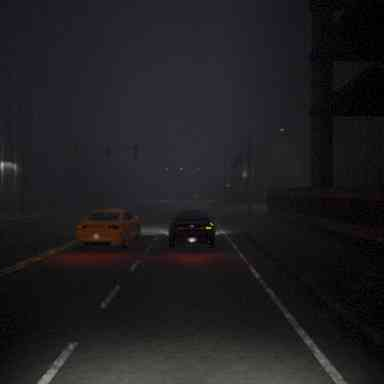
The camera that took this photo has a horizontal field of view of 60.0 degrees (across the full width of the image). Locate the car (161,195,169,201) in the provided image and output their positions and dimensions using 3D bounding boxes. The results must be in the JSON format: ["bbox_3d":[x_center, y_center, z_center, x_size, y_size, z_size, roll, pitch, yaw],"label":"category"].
[{"bbox_3d":[-7.000,1.518,87.745,2.128,1.511,4.902,0,0,0],"label":"car"}]

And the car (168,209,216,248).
[{"bbox_3d":[0.000,1.514,14.650,1.837,1.490,4.892,0,0,0],"label":"car"}]

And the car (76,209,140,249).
[{"bbox_3d":[-3.500,1.483,14.650,1.882,1.535,5.008,0,0,0],"label":"car"}]

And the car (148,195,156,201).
[{"bbox_3d":[-10.500,1.470,87.745,1.882,1.535,5.008,0,0,0],"label":"car"}]

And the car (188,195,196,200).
[{"bbox_3d":[0.000,1.528,91.094,1.994,1.385,4.181,0,0,0],"label":"car"}]

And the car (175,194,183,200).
[{"bbox_3d":[-3.500,1.331,91.065,2.097,1.767,4.553,0,0,0],"label":"car"}]
